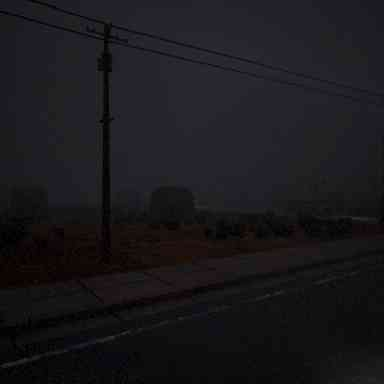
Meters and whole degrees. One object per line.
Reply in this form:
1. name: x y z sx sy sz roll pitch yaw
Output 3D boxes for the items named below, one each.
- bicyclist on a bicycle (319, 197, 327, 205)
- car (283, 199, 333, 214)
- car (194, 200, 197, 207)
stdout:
1. bicyclist on a bicycle: 15.083 1.423 38.128 1.656 1.620 0.582 0 0 -33
2. car: 10.891 1.442 31.501 1.882 1.535 5.008 0 0 -33
3. car: -1.179 1.316 50.446 2.097 1.767 4.553 0 0 -32
